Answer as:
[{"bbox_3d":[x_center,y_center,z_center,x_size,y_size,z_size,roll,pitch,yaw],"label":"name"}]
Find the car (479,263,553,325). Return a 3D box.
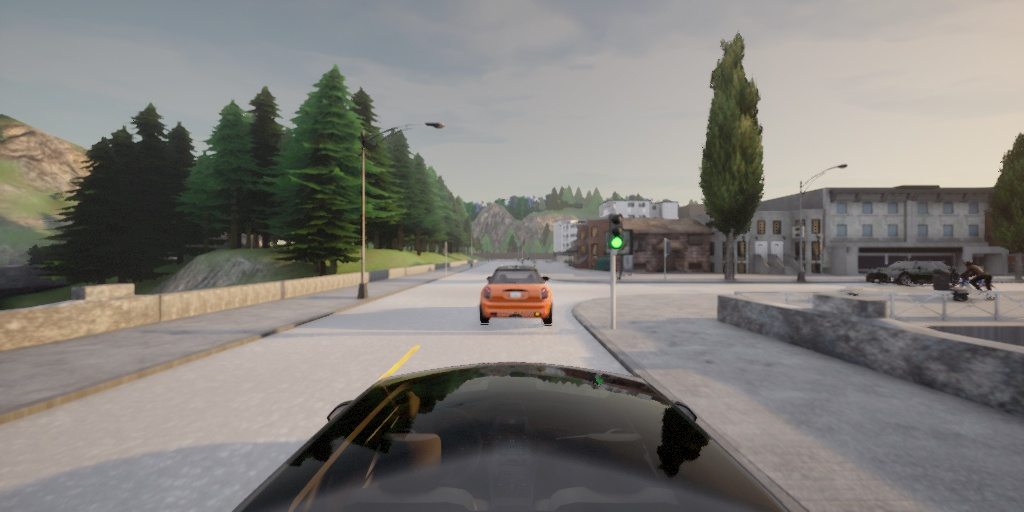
[{"bbox_3d":[0.197,1.088,11.964,2.097,1.767,4.553,0,0,3],"label":"car"}]

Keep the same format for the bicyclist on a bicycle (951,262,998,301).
[{"bbox_3d":[20.116,1.081,15.634,0.582,1.620,1.656,0,0,0],"label":"bicyclist on a bicycle"}]

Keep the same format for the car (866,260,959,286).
[{"bbox_3d":[26.680,1.074,24.031,4.553,1.767,2.097,0,0,0],"label":"car"}]
